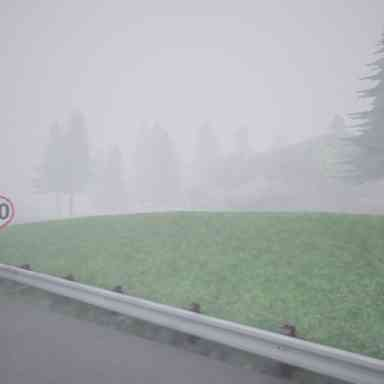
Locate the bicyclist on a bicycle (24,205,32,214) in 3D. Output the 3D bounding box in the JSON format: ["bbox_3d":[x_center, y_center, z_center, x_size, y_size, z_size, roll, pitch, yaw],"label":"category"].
[{"bbox_3d":[-29.532,3.086,59.943,1.656,1.620,0.582,1,-3,11],"label":"bicyclist on a bicycle"}]

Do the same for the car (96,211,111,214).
[{"bbox_3d":[-22.534,4.956,85.503,1.994,1.385,4.181,0,-4,41],"label":"car"}]
